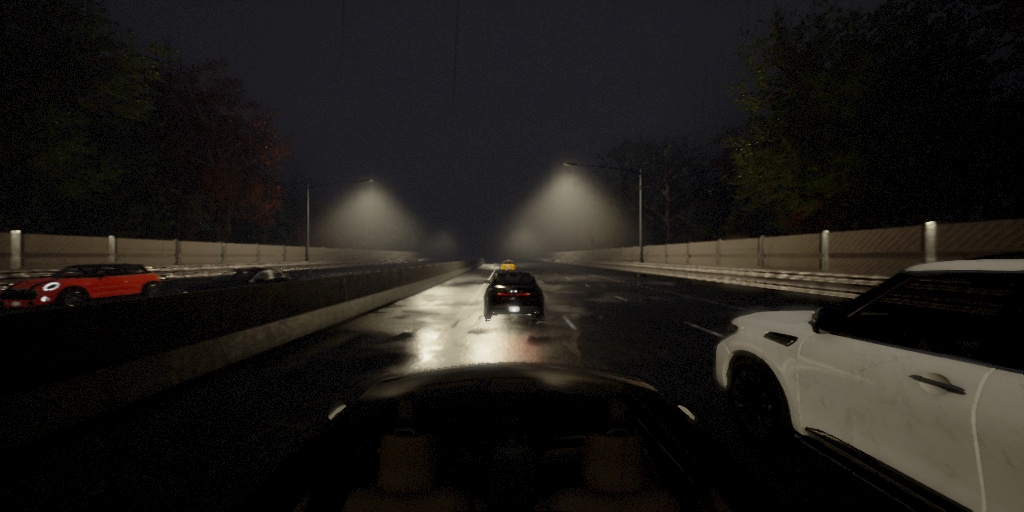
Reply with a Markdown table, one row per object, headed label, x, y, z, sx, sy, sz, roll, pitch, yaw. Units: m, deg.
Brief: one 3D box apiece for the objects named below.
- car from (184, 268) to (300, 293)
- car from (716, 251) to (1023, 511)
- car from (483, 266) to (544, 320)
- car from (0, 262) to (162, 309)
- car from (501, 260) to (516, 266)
| label | x | y | z | sx | sy | sz | roll | pitch | yaw |
| --- | --- | --- | --- | --- | --- | --- | --- | --- | --- |
| car | -10.617 | 1.249 | 14.496 | 2.128 | 1.511 | 4.902 | 0 | 0 | 0 |
| car | 3.595 | 0.971 | 2.056 | 2.150 | 2.045 | 5.566 | 0 | 0 | 0 |
| car | 0.053 | 1.259 | 12.563 | 1.837 | 1.490 | 4.892 | 0 | 0 | 0 |
| car | -17.618 | 1.107 | 14.976 | 2.097 | 1.767 | 4.553 | 0 | 0 | 0 |
| car | -0.443 | 1.223 | 44.500 | 1.801 | 1.575 | 5.366 | 0 | 0 | -1 |
